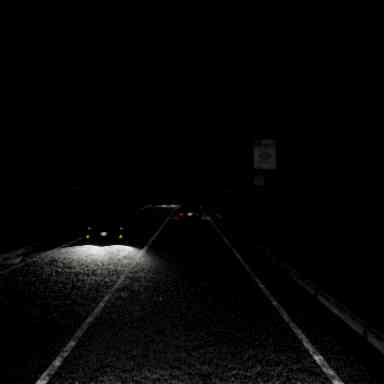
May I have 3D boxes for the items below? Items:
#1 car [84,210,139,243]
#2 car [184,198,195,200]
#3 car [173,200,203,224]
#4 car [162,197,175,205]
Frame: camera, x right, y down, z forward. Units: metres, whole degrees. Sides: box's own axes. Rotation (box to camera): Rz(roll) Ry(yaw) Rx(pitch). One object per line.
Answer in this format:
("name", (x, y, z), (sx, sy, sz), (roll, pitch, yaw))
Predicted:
("car", (-3.767, 1.591, 16.176), (1.994, 1.385, 4.181), (0, 0, -1))
("car", (-0.368, 1.559, 42.852), (2.128, 1.511, 4.902), (0, 0, -1))
("car", (-0.169, 1.588, 25.412), (2.033, 1.411, 5.357), (0, 0, -1))
("car", (-4.200, 1.597, 59.402), (1.837, 1.490, 4.892), (0, 0, 0))
